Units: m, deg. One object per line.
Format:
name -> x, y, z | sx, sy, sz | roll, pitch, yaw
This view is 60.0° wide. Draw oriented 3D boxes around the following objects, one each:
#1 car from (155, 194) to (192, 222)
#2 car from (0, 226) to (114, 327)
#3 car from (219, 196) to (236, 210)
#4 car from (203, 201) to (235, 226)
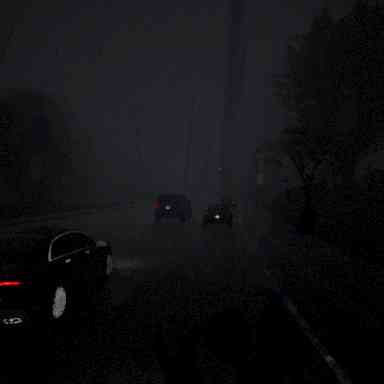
car -> -1.361, 1.196, 26.028 | 2.150, 2.045, 5.566 | 0, 0, 7
car -> -3.101, 1.495, 7.093 | 1.837, 1.490, 4.892 | 0, 0, 3
car -> 4.361, 1.274, 41.040 | 2.097, 1.767, 4.553 | 0, 0, 9
car -> 1.852, 1.554, 23.302 | 1.994, 1.385, 4.181 | 0, 0, 7
